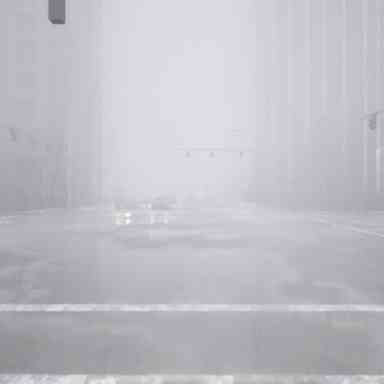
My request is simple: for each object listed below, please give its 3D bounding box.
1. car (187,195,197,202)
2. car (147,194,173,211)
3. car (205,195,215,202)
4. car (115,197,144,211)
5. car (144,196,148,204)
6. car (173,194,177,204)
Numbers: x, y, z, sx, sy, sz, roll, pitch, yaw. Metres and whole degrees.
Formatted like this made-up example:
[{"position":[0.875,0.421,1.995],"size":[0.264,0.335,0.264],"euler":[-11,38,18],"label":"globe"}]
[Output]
[{"position":[-0.001,1.252,66.609],"size":[1.895,1.301,4.718],"euler":[0,0,0],"label":"car"},{"position":[-3.589,1.305,38.155],"size":[1.837,1.490,4.892],"euler":[0,0,0],"label":"car"},{"position":[3.499,1.256,66.070],"size":[1.895,1.301,4.718],"euler":[0,0,0],"label":"car"},{"position":[-7.247,1.295,37.470],"size":[2.128,1.511,4.902],"euler":[0,0,3],"label":"car"},{"position":[-7.066,1.289,52.712],"size":[1.994,1.385,4.181],"euler":[0,0,0],"label":"car"},{"position":[-3.561,1.070,53.757],"size":[2.097,1.767,4.553],"euler":[0,0,0],"label":"car"}]
